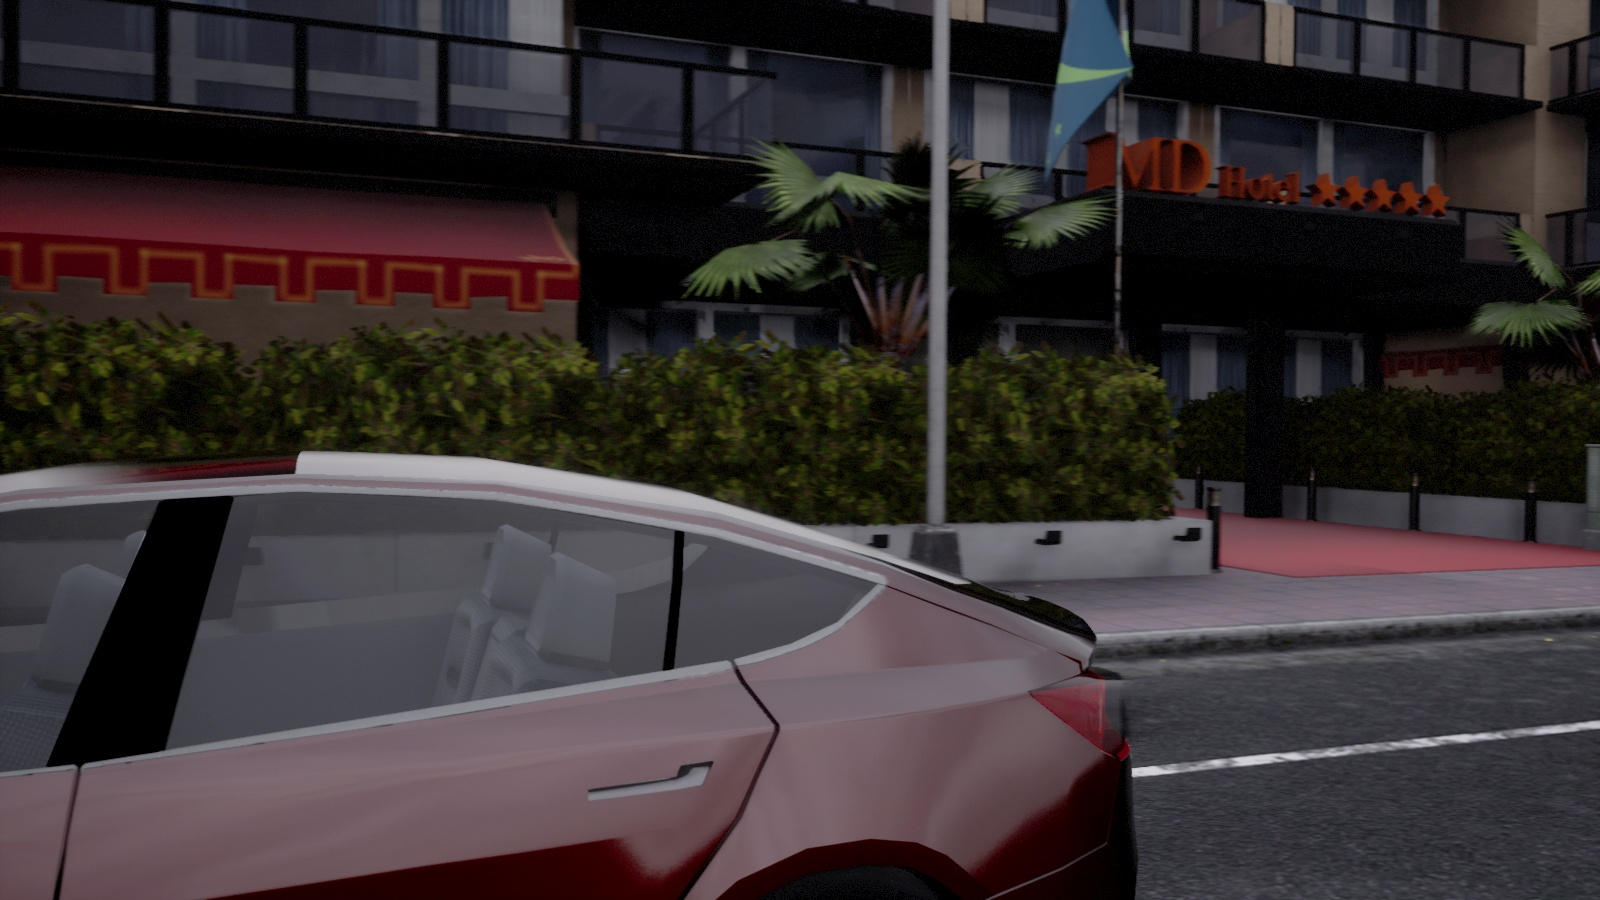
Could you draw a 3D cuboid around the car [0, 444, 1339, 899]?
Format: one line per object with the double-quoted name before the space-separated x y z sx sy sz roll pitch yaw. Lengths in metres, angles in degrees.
"car" -1.557 0.772 2.648 4.792 1.488 2.163 -1 1 -21
